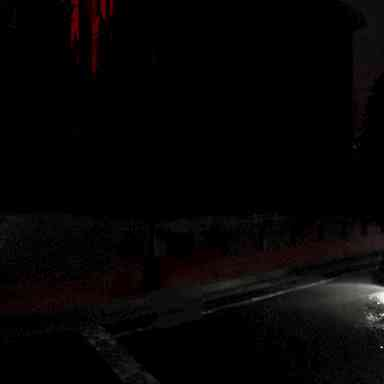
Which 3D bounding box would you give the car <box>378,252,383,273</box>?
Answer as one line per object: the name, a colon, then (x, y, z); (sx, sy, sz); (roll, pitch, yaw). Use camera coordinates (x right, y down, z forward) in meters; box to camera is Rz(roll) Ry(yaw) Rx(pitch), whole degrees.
car: (7.221, 1.518, 8.968); (5.357, 1.411, 2.033); (0, 0, -35)
